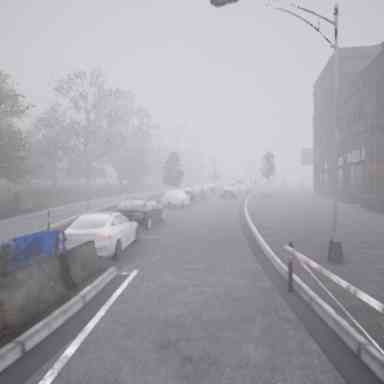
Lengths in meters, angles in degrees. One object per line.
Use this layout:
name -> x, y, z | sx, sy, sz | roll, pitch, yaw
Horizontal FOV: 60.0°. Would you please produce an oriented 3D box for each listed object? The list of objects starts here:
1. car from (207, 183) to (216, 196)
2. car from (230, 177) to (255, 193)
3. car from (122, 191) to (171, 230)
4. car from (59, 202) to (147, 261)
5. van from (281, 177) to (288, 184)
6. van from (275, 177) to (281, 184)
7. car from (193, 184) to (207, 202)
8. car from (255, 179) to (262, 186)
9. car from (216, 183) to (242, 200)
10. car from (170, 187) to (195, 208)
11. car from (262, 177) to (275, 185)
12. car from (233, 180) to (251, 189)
car -> 1.018, -0.141, 39.984 | 2.231, 1.521, 4.892 | 0, 3, 15
car -> 7.591, -0.973, 49.368 | 2.150, 2.045, 5.566 | 0, 3, 18
car -> -2.806, 1.030, 17.878 | 2.097, 1.535, 5.008 | 1, 3, 8
car -> -3.143, 1.404, 11.755 | 2.002, 1.452, 4.674 | -2, 3, 2
van -> 23.874, -3.189, 90.723 | 1.878, 1.987, 4.442 | -2, 2, 36
van -> 20.758, -2.939, 86.083 | 1.878, 1.987, 4.442 | -2, 2, 30
car -> -0.217, 0.178, 34.419 | 2.097, 1.535, 5.008 | 0, 3, 12
car -> 12.459, -2.148, 71.437 | 2.435, 2.045, 5.566 | -3, 2, 26
car -> 4.184, 0.018, 37.026 | 1.812, 1.442, 4.674 | 0, 3, 12
car -> -1.369, 0.544, 28.304 | 2.002, 1.452, 4.674 | 0, 3, 10
car -> 17.882, -2.461, 81.394 | 1.946, 1.575, 5.366 | -2, 2, 32
car -> 10.074, -1.606, 66.364 | 2.231, 1.521, 4.892 | -3, 2, 24
